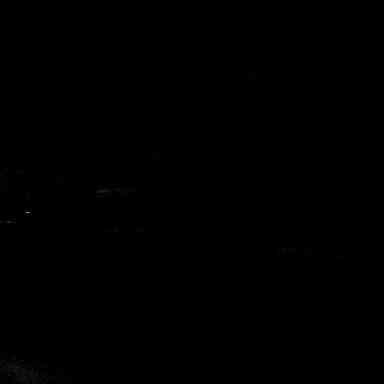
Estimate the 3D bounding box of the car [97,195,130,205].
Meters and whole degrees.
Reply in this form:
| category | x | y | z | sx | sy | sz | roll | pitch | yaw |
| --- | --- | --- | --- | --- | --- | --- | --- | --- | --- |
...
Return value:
| category | x | y | z | sx | sy | sz | roll | pitch | yaw |
| --- | --- | --- | --- | --- | --- | --- | --- | --- | --- |
| car | -12.896 | 1.359 | 55.101 | 1.837 | 1.490 | 4.892 | -1 | 0 | 24 |

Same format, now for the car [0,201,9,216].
| category | x | y | z | sx | sy | sz | roll | pitch | yaw |
| --- | --- | --- | --- | --- | --- | --- | --- | --- | --- |
| car | -19.316 | 1.630 | 31.560 | 1.837 | 1.490 | 4.892 | -1 | 0 | 23 |

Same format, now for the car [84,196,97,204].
| category | x | y | z | sx | sy | sz | roll | pitch | yaw |
| --- | --- | --- | --- | --- | --- | --- | --- | --- | --- |
| car | -16.102 | 1.407 | 56.494 | 1.837 | 1.490 | 4.892 | -1 | 0 | 24 |

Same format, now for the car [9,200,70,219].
| category | x | y | z | sx | sy | sz | roll | pitch | yaw |
| --- | --- | --- | --- | --- | --- | --- | --- | --- | --- |
| car | -12.844 | 1.532 | 28.900 | 1.837 | 1.490 | 4.892 | -1 | 0 | 23 |
